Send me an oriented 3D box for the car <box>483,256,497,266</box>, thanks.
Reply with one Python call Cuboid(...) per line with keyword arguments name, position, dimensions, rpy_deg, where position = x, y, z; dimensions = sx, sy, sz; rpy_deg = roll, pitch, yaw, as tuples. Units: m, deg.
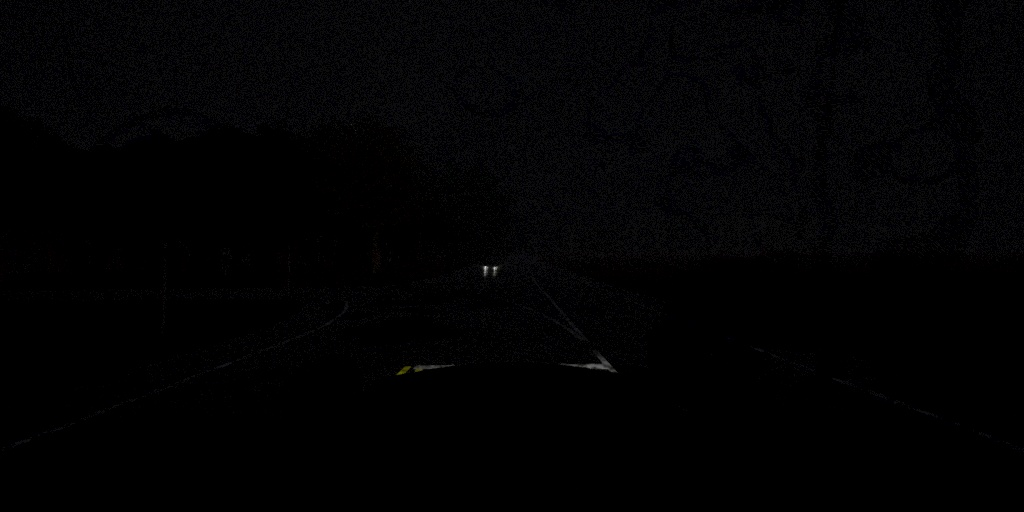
Cuboid(name="car", position=(-3.524, 0.812, 58.932), dimensions=(1.837, 1.490, 4.892), rpy_deg=(-1, 1, 1))
